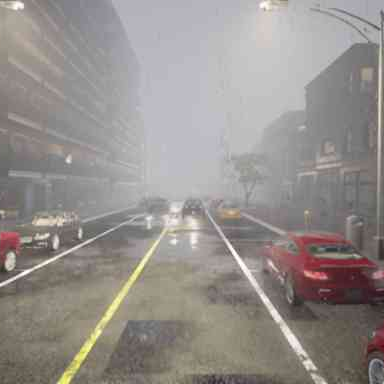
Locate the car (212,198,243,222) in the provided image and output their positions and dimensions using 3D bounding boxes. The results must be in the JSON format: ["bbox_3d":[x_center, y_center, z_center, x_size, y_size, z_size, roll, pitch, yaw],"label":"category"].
[{"bbox_3d":[2.687,1.361,24.787,1.752,1.417,4.829,-1,0,0],"label":"car"}]

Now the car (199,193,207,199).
[{"bbox_3d":[2.699,1.039,81.390,1.947,1.339,4.313,-1,0,0],"label":"car"}]

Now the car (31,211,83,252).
[{"bbox_3d":[-5.696,1.462,13.293,2.008,1.369,4.403,-1,0,0],"label":"car"}]

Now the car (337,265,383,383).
[{"bbox_3d":[2.682,1.569,1.909,1.802,1.307,4.206,-1,0,0],"label":"car"}]

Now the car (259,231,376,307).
[{"bbox_3d":[2.683,1.531,7.586,1.802,1.307,4.206,-1,0,0],"label":"car"}]

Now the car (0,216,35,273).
[{"bbox_3d":[-5.697,1.493,7.615,1.887,1.381,4.507,-1,0,0],"label":"car"}]

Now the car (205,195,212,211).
[{"bbox_3d":[2.689,1.308,35.972,1.887,1.381,4.507,-1,0,0],"label":"car"}]

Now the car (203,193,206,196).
[{"bbox_3d":[2.695,1.199,58.682,1.802,1.307,4.206,-1,0,0],"label":"car"}]

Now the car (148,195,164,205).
[{"bbox_3d":[-5.687,1.219,53.035,1.947,1.339,4.313,-1,0,0],"label":"car"}]

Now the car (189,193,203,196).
[{"bbox_3d":[0.111,1.192,45.877,2.128,1.511,4.902,0,0,0],"label":"car"}]

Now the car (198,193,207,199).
[{"bbox_3d":[2.700,0.988,87.068,2.008,1.369,4.403,-1,0,0],"label":"car"}]

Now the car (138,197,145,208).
[{"bbox_3d":[-5.690,1.271,41.680,1.887,1.381,4.507,-1,0,0],"label":"car"}]

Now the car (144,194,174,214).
[{"bbox_3d":[-3.066,1.266,32.022,1.882,1.535,5.008,0,0,0],"label":"car"}]

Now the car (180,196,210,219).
[{"bbox_3d":[0.108,1.313,26.876,2.128,1.511,4.902,0,0,0],"label":"car"}]
